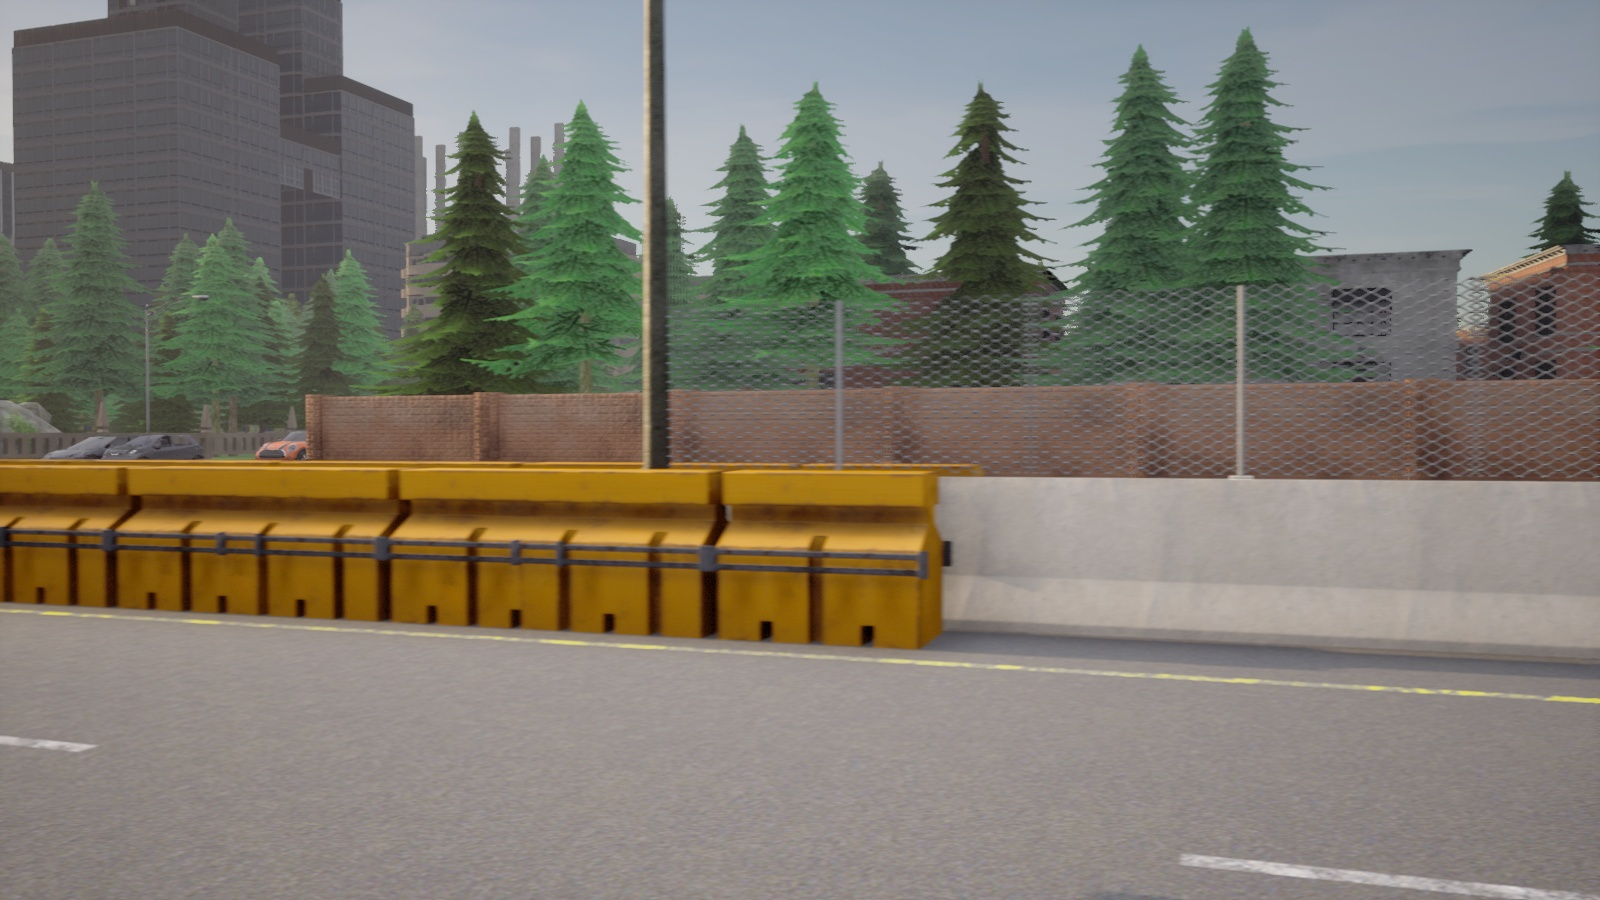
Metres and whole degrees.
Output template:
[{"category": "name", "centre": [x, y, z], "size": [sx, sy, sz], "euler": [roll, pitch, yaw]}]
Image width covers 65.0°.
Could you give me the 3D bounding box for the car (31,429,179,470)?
[{"category": "car", "centre": [-26.825, -0.054, 48.668], "size": [2.163, 1.488, 4.792], "euler": [1, 1, 18]}]

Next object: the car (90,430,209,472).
[{"category": "car", "centre": [-23.925, 0.009, 46.293], "size": [1.845, 1.501, 3.633], "euler": [1, 1, 18]}]

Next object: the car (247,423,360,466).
[{"category": "car", "centre": [-21.319, -0.262, 54.155], "size": [2.097, 1.767, 4.553], "euler": [1, 1, 18]}]
